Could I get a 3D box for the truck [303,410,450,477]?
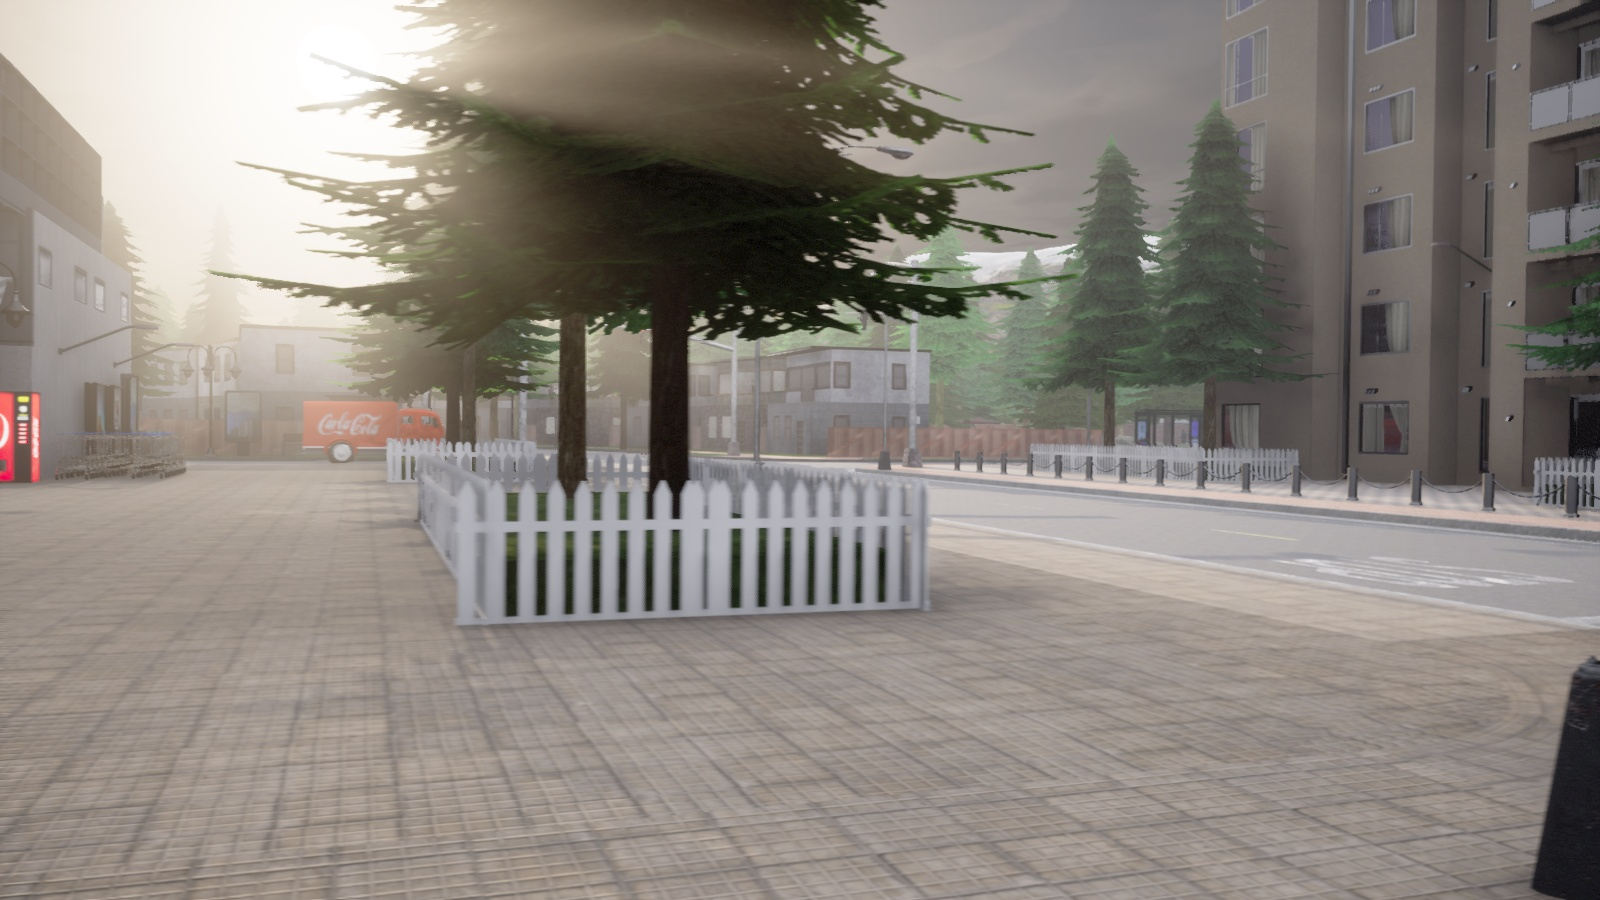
[{"bbox_3d":[-16.265,-0.284,48.382,5.204,2.467,2.627,-1,1,-18],"label":"truck"}]
